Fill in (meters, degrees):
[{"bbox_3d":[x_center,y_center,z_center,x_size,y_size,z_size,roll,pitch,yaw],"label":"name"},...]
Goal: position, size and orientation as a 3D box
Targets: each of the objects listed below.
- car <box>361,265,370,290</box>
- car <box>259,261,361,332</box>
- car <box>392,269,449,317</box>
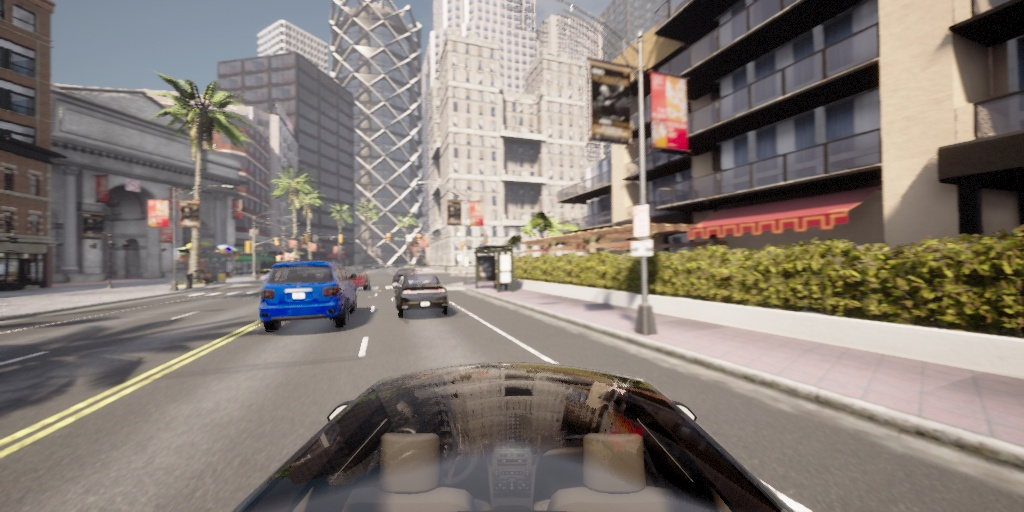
[{"bbox_3d":[-12.060,1.623,27.413,2.097,1.767,4.553,-1,-1,-19],"label":"car"},{"bbox_3d":[-6.682,1.213,12.300,2.150,2.045,5.566,-1,-1,-19],"label":"car"},{"bbox_3d":[-3.755,1.470,14.554,2.128,1.511,4.902,-1,-1,-19],"label":"car"}]
